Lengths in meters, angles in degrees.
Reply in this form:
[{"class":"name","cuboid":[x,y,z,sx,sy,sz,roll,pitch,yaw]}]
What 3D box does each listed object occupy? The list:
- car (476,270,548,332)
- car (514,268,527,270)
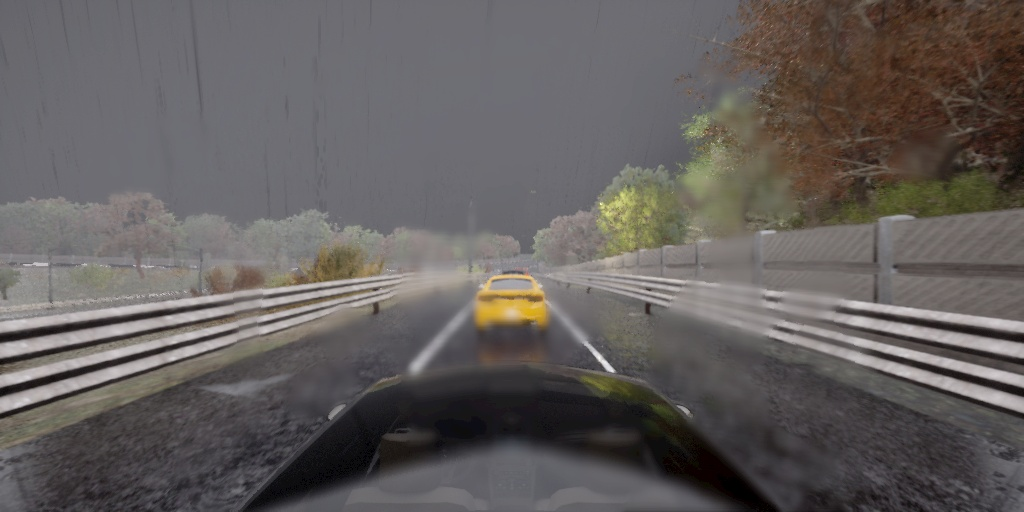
[{"class":"car","cuboid":[0.004,1.324,11.231,1.882,1.535,5.008,0,-2,0]},{"class":"car","cuboid":[0.120,1.720,23.556,1.837,1.490,4.892,0,-2,1]}]
